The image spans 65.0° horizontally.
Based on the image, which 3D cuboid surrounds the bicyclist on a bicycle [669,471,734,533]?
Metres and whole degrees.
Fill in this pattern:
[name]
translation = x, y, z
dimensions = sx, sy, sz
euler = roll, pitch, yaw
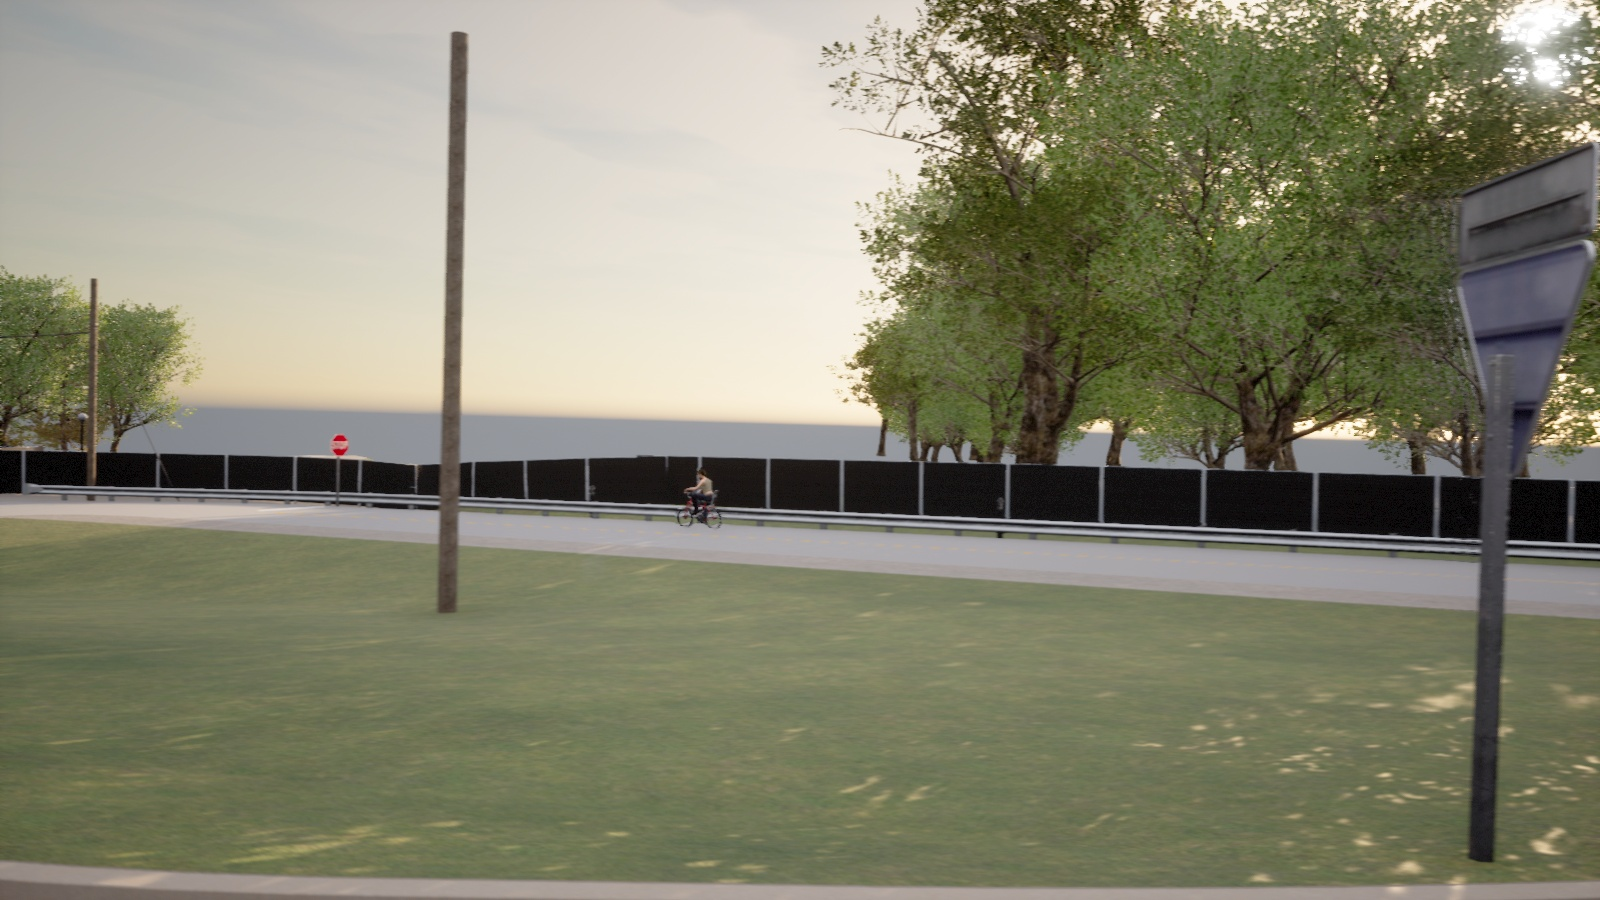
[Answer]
[bicyclist on a bicycle]
translation = -2.655, 1.377, 33.889
dimensions = 1.509, 1.612, 0.866
euler = 0, 1, 32
